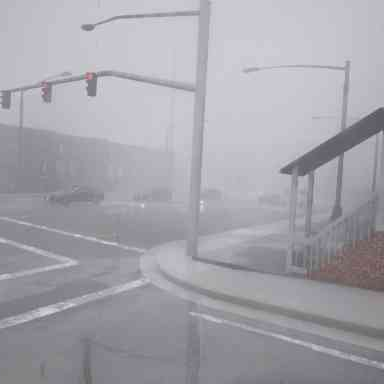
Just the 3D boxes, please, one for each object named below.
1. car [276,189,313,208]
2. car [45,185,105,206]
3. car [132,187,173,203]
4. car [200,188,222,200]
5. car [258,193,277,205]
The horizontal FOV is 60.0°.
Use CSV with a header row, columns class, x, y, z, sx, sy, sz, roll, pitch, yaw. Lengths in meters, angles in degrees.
class,x,y,z,sx,sy,sz,roll,pitch,yaw
car,12.084,0.680,38.036,2.150,2.045,5.566,5,3,36
car,-9.283,0.228,26.668,2.128,1.511,4.902,5,3,36
car,-3.940,0.244,34.082,1.837,1.490,4.892,5,3,36
car,1.997,0.247,42.296,1.837,1.490,4.892,5,3,36
car,9.693,0.787,40.735,1.994,1.385,4.181,5,3,36
